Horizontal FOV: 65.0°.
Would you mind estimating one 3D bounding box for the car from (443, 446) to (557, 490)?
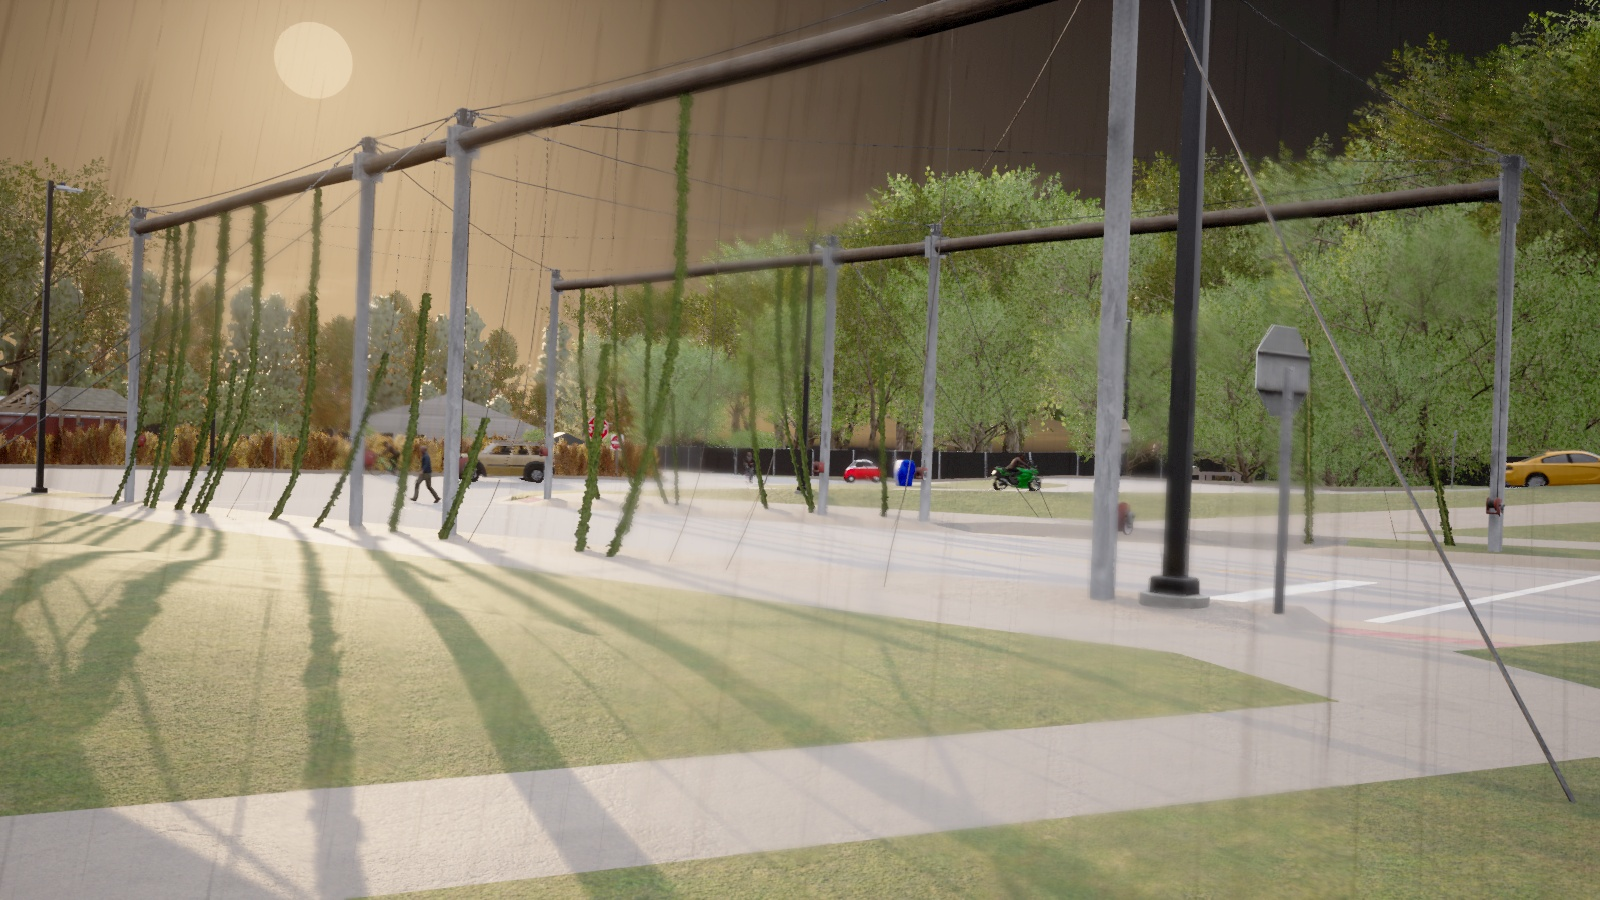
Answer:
[{"bbox_3d":[-13.265,0.784,55.566,4.605,1.855,1.932,0,1,-26],"label":"car"}]

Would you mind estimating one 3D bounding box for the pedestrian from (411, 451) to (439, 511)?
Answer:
[{"bbox_3d":[-11.604,0.961,38.865,0.726,1.842,0.402,1,0,-34],"label":"pedestrian"}]

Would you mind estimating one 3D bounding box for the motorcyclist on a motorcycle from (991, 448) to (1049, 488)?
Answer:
[{"bbox_3d":[8.366,0.688,47.777,2.044,1.523,0.797,0,-1,-11],"label":"motorcyclist on a motorcycle"}]

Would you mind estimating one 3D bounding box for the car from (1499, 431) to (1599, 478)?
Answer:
[{"bbox_3d":[29.918,0.113,48.289,5.008,1.535,1.882,-4,-1,21],"label":"car"}]

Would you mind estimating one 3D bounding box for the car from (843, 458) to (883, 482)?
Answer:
[{"bbox_3d":[3.698,1.186,73.652,2.207,1.376,1.481,-1,-1,-3],"label":"car"}]
